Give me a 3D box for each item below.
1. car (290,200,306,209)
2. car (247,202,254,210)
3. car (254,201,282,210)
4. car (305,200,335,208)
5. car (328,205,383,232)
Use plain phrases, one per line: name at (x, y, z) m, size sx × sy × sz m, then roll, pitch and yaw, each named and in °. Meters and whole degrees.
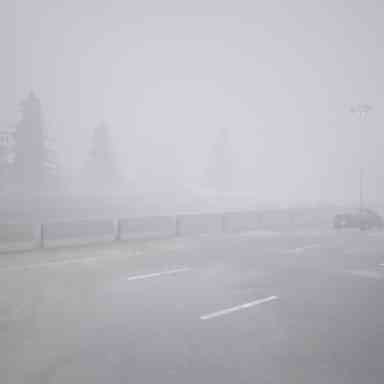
car at (15.526, 1.945, 47.148) m, size 1.837 × 1.490 × 4.892 m, roll -1°, pitch 0°, yaw 40°
car at (10.327, 2.097, 51.862) m, size 1.994 × 1.385 × 4.181 m, roll -1°, pitch -1°, yaw 40°
car at (11.113, 2.038, 47.356) m, size 1.994 × 1.385 × 4.181 m, roll -1°, pitch -1°, yaw 41°
car at (17.270, 1.936, 43.702) m, size 2.033 × 1.411 × 5.357 m, roll -1°, pitch -1°, yaw 41°
car at (10.745, 1.703, 21.476) m, size 4.674 × 1.442 × 1.812 m, roll 0°, pitch -1°, yaw -43°
